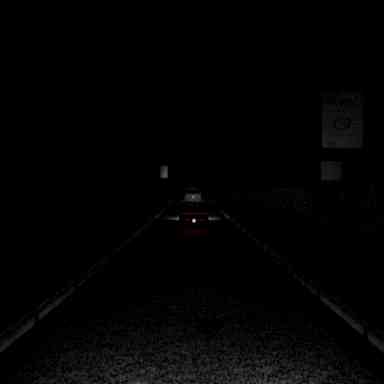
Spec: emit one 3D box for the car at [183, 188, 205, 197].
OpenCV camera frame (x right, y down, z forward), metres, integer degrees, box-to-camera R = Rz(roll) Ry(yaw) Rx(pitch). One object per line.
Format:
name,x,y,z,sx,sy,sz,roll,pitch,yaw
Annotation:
car,0.137,0.502,40.619,2.150,2.045,5.566,0,3,0

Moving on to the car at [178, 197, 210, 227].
car,0.121,1.387,22.107,1.837,1.490,4.892,0,2,0
